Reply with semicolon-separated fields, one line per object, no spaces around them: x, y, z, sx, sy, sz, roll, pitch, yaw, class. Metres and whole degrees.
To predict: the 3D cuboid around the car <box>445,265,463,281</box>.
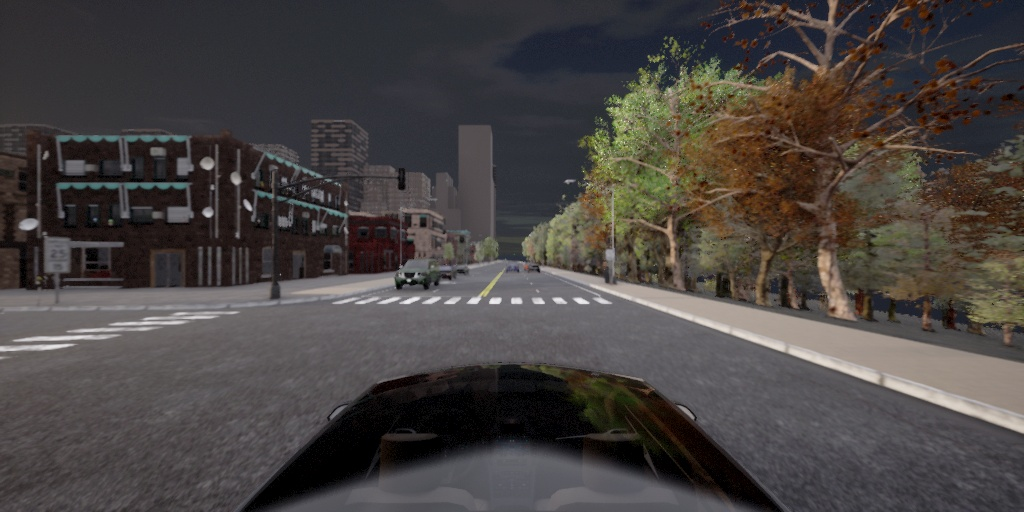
-6.609;1.670;36.015;2.033;1.411;5.357;0;-1;0;car

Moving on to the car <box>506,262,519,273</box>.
0.085;1.691;56.047;2.097;1.767;4.553;0;-1;0;car

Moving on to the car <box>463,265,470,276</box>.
-6.600;1.834;46.270;1.895;1.301;4.718;0;-1;0;car

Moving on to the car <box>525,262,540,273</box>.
3.337;1.835;55.247;1.837;1.490;4.892;0;-1;0;car

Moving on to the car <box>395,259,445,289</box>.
-6.606;1.233;25.759;2.150;2.045;5.566;0;-1;0;car
